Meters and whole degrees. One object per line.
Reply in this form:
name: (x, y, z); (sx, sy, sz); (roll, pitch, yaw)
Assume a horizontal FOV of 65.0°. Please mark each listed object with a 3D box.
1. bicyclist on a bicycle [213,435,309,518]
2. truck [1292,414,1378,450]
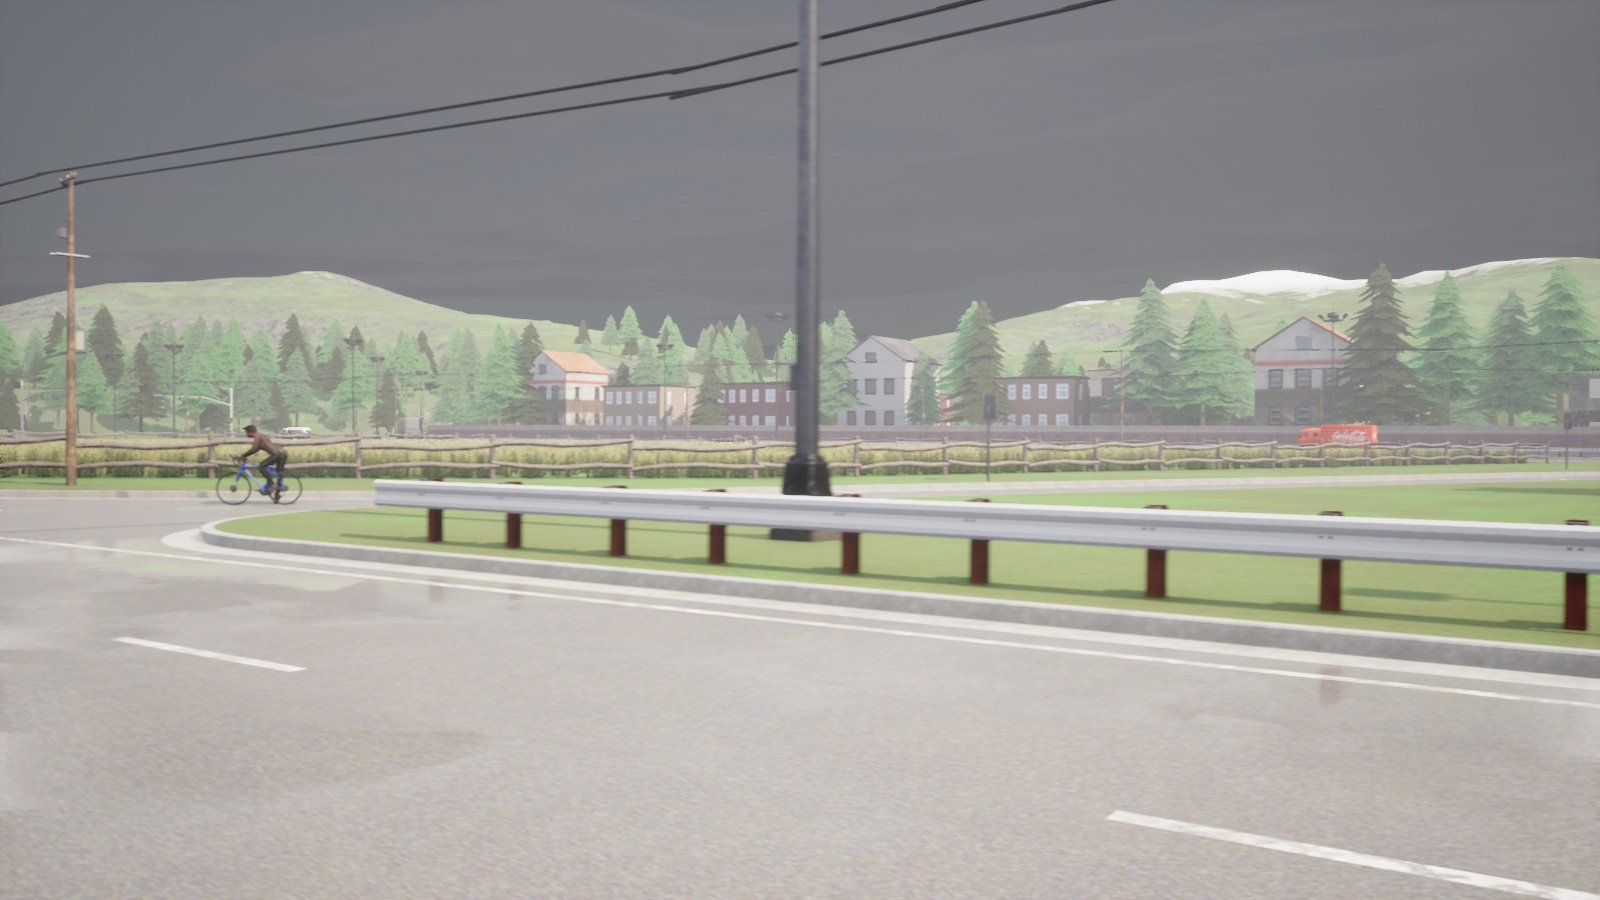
bicyclist on a bicycle: (-10.825, 0.517, 25.242); (1.656, 1.620, 0.582); (-1, 1, -11)
truck: (38.213, -1.265, 89.681); (5.204, 2.467, 2.627); (0, 1, 34)
